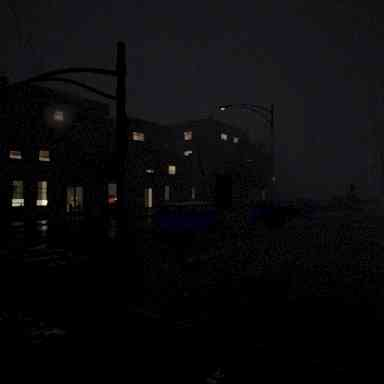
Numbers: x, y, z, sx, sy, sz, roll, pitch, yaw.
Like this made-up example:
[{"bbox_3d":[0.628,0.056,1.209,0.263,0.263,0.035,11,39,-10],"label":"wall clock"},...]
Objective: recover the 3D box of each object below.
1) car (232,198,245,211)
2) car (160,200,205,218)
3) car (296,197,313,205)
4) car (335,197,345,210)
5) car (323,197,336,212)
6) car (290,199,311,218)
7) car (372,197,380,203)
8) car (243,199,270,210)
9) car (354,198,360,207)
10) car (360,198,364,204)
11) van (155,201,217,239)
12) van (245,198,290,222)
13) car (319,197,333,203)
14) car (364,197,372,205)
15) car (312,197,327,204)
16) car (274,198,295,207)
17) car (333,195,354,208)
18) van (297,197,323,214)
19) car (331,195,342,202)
[{"bbox_3d":[5.624,1.506,40.601,1.967,1.590,4.097,0,0,35],"label":"car"},{"bbox_3d":[-0.805,1.558,31.412,1.752,1.417,4.829,0,0,35],"label":"car"},{"bbox_3d":[21.450,1.705,63.222,1.887,1.381,4.507,0,0,35],"label":"car"},{"bbox_3d":[18.809,1.729,44.830,1.947,1.339,4.313,0,0,35],"label":"car"},{"bbox_3d":[15.742,1.671,40.446,1.752,1.417,4.829,0,0,35],"label":"car"},{"bbox_3d":[9.313,1.655,31.256,1.887,1.381,4.507,0,0,35],"label":"car"},{"bbox_3d":[44.133,1.899,81.026,1.947,1.339,4.313,0,0,35],"label":"car"},{"bbox_3d":[8.788,1.629,45.125,1.887,1.381,4.507,0,0,35],"label":"car"},{"bbox_3d":[25.142,1.516,53.880,2.192,1.841,5.009,0,0,35],"label":"car"},{"bbox_3d":[28.404,1.748,58.543,1.752,1.417,4.829,0,0,35],"label":"car"},{"bbox_3d":[-0.181,1.407,17.684,1.690,1.788,3.998,0,0,35],"label":"van"},{"bbox_3d":[6.149,1.436,26.733,1.690,1.788,3.998,0,0,35],"label":"van"},{"bbox_3d":[30.945,1.792,76.795,1.947,1.339,4.313,0,0,35],"label":"car"},{"bbox_3d":[34.637,1.810,67.452,1.887,1.381,4.507,0,0,35],"label":"car"},{"bbox_3d":[27.682,1.728,72.131,1.752,1.417,4.829,0,0,35],"label":"car"},{"bbox_3d":[15.119,1.665,54.173,1.887,1.381,4.507,0,0,35],"label":"car"},{"bbox_3d":[21.977,1.497,49.355,2.192,1.841,5.009,0,0,35],"label":"car"},{"bbox_3d":[12.480,1.469,35.781,1.690,1.788,3.998,0,0,35],"label":"van"},{"bbox_3d":[37.276,1.712,85.844,1.967,1.590,4.097,0,0,35],"label":"car"}]
